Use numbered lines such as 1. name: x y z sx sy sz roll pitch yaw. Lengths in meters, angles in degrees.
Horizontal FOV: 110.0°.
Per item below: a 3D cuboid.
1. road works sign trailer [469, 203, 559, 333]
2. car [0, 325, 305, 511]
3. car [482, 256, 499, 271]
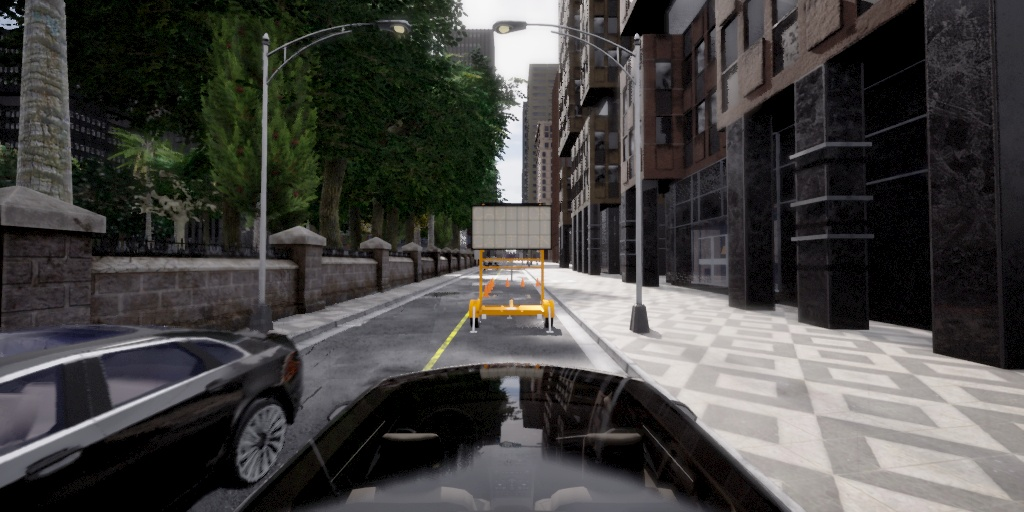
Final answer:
1. road works sign trailer: -0.009 0.221 10.757 2.380 3.560 2.880 0 0 0
2. car: -3.098 1.241 1.783 2.128 1.511 4.902 0 0 0
3. car: -3.063 1.064 52.259 2.150 2.045 5.566 0 0 0
